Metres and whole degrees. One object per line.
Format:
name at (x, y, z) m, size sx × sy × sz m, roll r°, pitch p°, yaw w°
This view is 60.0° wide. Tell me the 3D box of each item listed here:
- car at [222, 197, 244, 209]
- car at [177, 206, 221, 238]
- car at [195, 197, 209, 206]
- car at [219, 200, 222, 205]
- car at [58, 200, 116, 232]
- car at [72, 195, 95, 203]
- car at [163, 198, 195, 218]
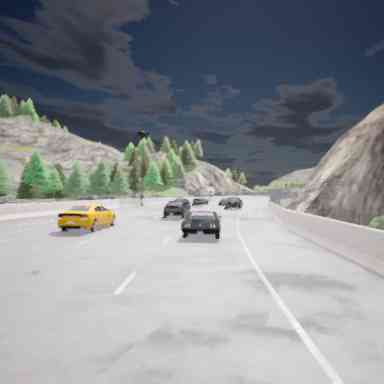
car at (6.150, 1.501, 47.649) m, size 2.097 × 1.767 × 4.553 m, roll 1°, pitch 0°, yaw 15°
car at (0.636, 1.637, 17.933) m, size 1.895 × 1.301 × 4.718 m, roll 1°, pitch 0°, yaw 6°
car at (1.539, 1.601, 57.042) m, size 2.128 × 1.511 × 4.902 m, roll 0°, pitch 0°, yaw 18°
car at (6.337, 1.736, 60.407) m, size 1.994 × 1.385 × 4.181 m, roll 1°, pitch 0°, yaw 19°
car at (-6.060, 1.437, 19.814) m, size 1.882 × 1.535 × 5.008 m, roll 0°, pitch 0°, yaw 7°
car at (-21.343, 1.349, 65.842) m, size 1.837 × 1.490 × 4.892 m, roll 1°, pitch 0°, yaw 17°
car at (-1.253, 1.538, 29.779) m, size 1.837 × 1.490 × 4.892 m, roll 0°, pitch 0°, yaw 10°
